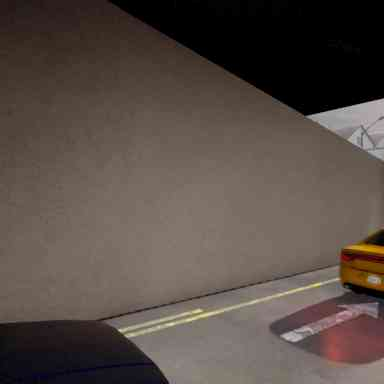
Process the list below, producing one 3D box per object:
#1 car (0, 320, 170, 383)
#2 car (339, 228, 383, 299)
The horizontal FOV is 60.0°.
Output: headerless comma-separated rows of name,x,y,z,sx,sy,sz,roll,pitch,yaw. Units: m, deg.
car,-2.697,1.547,1.861,5.357,1.411,2.033,0,0,-35
car,5.400,1.478,7.610,5.008,1.535,1.882,0,0,-35
